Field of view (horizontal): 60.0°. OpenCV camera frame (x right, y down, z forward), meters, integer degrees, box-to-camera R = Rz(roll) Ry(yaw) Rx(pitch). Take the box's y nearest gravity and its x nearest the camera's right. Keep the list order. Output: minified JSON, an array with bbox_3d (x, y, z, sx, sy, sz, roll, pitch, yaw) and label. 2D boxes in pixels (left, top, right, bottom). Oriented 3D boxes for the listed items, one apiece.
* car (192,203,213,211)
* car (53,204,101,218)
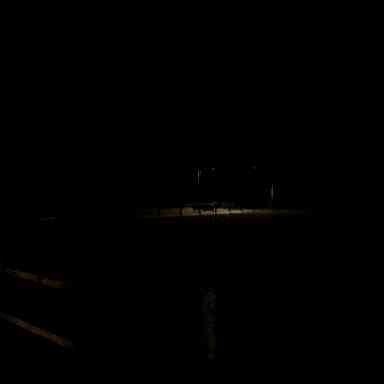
[{"bbox_3d":[1.797,2.472,55.129,1.994,1.385,4.181,0,-1,36],"label":"car"},{"bbox_3d":[-12.102,1.988,35.717,2.033,1.411,5.357,0,-1,35],"label":"car"}]
